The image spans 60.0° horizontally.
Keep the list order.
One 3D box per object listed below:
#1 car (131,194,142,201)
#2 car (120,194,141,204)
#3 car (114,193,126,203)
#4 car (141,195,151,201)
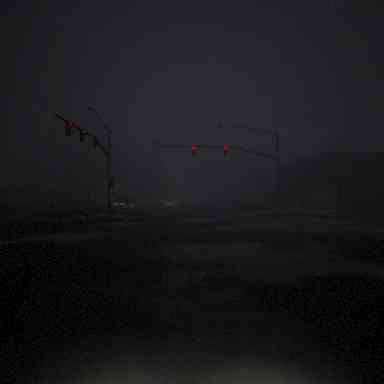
[{"bbox_3d":[-14.994,1.391,89.674,2.097,1.767,4.553,0,0,0],"label":"car"},{"bbox_3d":[-11.537,1.572,62.612,2.033,1.411,5.357,0,0,1],"label":"car"},{"bbox_3d":[-14.995,1.253,69.659,2.150,2.045,5.566,0,0,0],"label":"car"},{"bbox_3d":[-11.494,1.511,83.220,1.882,1.535,5.008,0,0,0],"label":"car"}]
